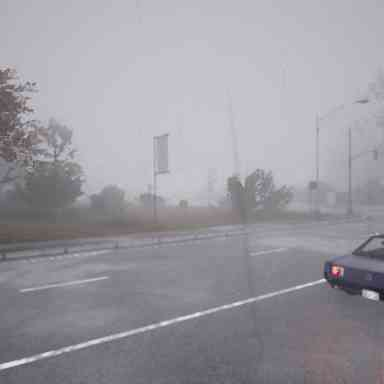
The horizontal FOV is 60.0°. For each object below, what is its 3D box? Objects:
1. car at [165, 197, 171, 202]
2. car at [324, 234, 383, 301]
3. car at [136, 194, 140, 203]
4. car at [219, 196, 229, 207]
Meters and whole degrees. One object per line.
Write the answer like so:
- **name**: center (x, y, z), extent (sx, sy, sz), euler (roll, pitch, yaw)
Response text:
- **car**: center (-6.050, 1.358, 65.146), extent (1.895, 1.301, 4.718), euler (-1, 0, -38)
- **car**: center (5.063, 1.573, 7.337), extent (4.718, 1.301, 1.895), euler (0, 0, -35)
- **car**: center (-8.835, 1.140, 63.021), extent (2.097, 1.767, 4.553), euler (-1, 1, -38)
- **car**: center (5.659, 1.283, 44.735), extent (1.837, 1.490, 4.892), euler (-1, 0, -39)
